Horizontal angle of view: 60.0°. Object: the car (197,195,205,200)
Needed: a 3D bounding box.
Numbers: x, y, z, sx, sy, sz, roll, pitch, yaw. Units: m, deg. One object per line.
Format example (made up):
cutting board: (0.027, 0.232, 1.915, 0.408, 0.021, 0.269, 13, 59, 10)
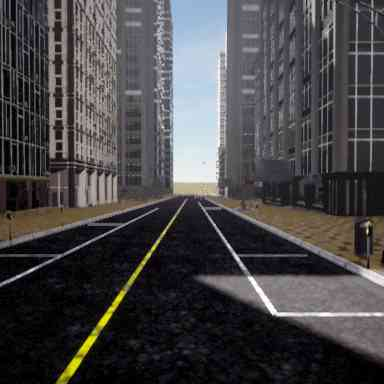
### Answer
car: (2.352, 1.427, 85.560, 1.812, 1.442, 4.674, 0, 0, 0)
